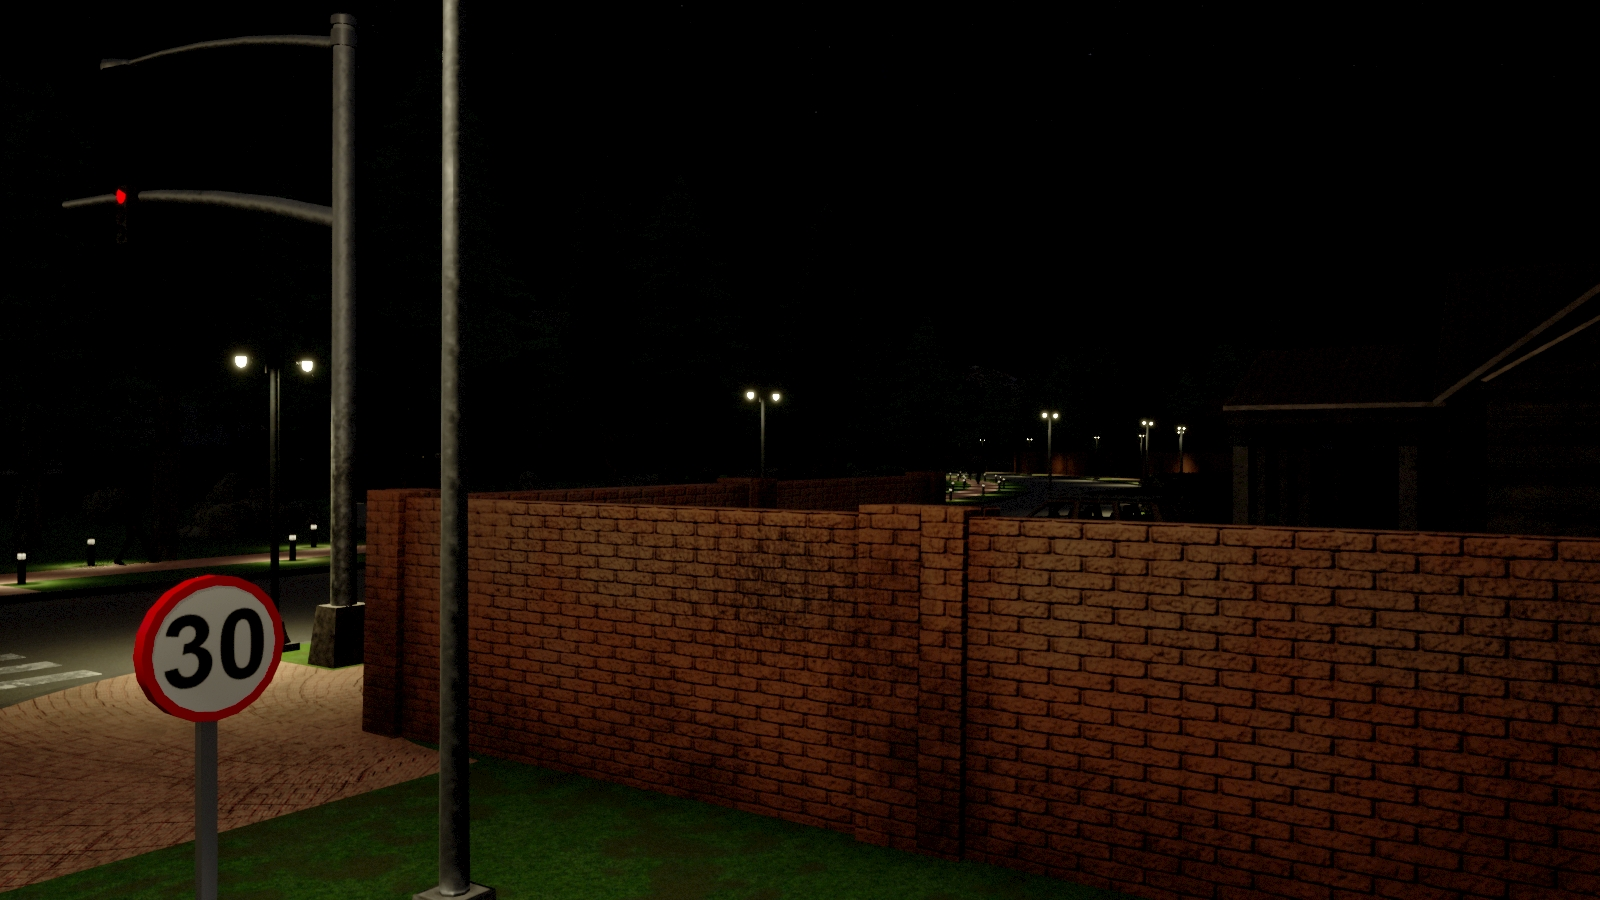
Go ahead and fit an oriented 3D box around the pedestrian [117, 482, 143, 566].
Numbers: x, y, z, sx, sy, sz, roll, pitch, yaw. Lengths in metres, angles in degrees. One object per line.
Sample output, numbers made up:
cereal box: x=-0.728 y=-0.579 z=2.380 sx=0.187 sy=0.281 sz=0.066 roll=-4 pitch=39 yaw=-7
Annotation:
pedestrian: x=-15.101 y=1.665 z=25.764 sx=0.375 sy=1.860 sz=0.375 roll=0 pitch=0 yaw=34
